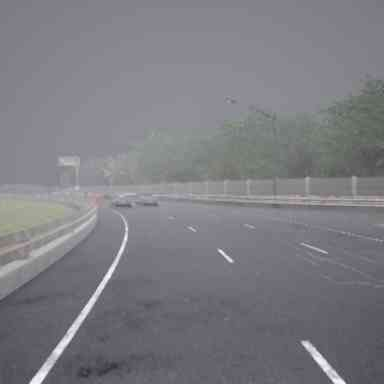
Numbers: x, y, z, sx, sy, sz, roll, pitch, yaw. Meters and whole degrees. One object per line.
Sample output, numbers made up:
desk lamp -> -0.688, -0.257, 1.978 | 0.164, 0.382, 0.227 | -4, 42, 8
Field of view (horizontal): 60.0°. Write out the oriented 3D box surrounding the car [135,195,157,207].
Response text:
car -> -5.891, 1.122, 42.558 | 1.994, 1.385, 4.181 | -1, 1, -24

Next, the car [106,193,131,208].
car -> -8.786, 1.170, 40.459 | 1.994, 1.385, 4.181 | -1, 1, -23

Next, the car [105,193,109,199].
car -> -16.620, 0.909, 67.259 | 2.033, 1.411, 5.357 | -1, 1, -40

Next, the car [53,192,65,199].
car -> -31.236, 0.863, 77.584 | 4.892, 1.490, 1.837 | 0, 1, 40

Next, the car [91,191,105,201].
car -> -19.361, 0.765, 64.817 | 2.097, 1.767, 4.553 | -1, 1, -38

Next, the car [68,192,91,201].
car -> -20.919, 0.945, 61.113 | 1.882, 1.535, 5.008 | -1, 1, -37

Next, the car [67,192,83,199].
car -> -28.022, 0.791, 79.607 | 1.882, 1.535, 5.008 | -1, 1, -42

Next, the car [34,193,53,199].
car -> -33.968, 0.964, 75.326 | 4.181, 1.385, 1.994 | 0, 1, 40
